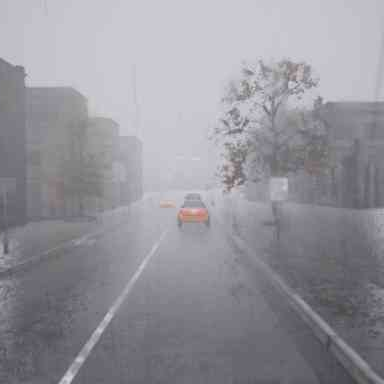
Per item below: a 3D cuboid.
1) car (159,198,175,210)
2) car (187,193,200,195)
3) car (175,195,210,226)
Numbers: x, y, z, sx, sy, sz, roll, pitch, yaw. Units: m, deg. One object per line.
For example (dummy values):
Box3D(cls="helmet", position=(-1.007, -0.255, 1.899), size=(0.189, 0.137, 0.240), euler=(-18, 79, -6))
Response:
Box3D(cls="car", position=(-3.037, 1.456, 41.635), size=(1.882, 1.535, 5.008), euler=(0, 0, 0))
Box3D(cls="car", position=(0.151, 1.199, 42.671), size=(2.150, 2.045, 5.566), euler=(0, 0, 0))
Box3D(cls="car", position=(0.127, 1.340, 23.427), size=(2.097, 1.767, 4.553), euler=(0, 0, 0))
